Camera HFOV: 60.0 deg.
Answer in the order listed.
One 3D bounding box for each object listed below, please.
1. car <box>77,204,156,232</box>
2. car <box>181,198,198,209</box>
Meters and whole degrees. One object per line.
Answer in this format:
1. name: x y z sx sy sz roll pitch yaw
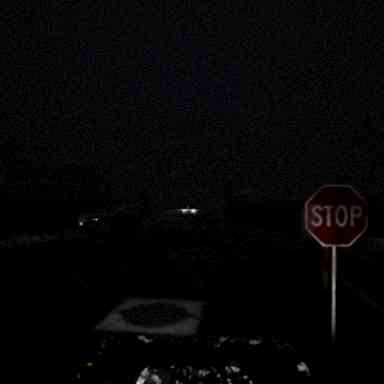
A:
1. car: -4.245 1.456 19.381 2.128 1.511 4.902 3 0 40
2. car: -0.282 1.507 44.094 2.033 1.411 5.357 0 0 6
